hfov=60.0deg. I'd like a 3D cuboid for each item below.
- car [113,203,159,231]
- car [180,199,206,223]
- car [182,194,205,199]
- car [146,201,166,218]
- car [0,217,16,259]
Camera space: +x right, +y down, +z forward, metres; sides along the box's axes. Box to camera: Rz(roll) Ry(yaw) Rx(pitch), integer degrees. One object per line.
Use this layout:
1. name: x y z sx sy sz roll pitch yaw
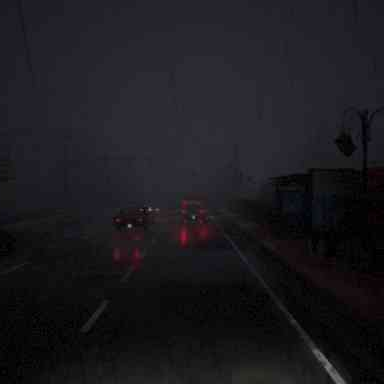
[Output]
1. car: -3.443 1.591 20.624 1.895 1.301 4.718 0 0 0
2. car: 0.113 1.514 25.125 1.812 1.442 4.674 0 0 0
3. car: 0.118 1.205 34.889 2.150 2.045 5.566 0 0 1
4. car: -3.491 1.533 30.204 2.033 1.411 5.357 0 0 0
5. car: -7.088 1.559 9.831 1.994 1.385 4.181 0 0 0
